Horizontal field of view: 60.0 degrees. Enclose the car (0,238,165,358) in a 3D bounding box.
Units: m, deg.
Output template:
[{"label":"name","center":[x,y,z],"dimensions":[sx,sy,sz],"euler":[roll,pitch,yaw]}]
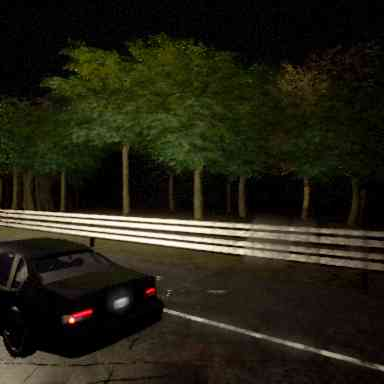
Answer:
[{"label":"car","center":[-2.987,1.582,6.056],"dimensions":[5.357,1.411,2.033],"euler":[0,0,36]}]
